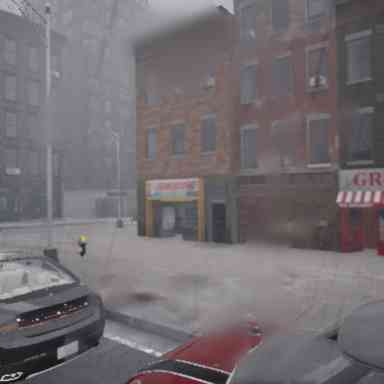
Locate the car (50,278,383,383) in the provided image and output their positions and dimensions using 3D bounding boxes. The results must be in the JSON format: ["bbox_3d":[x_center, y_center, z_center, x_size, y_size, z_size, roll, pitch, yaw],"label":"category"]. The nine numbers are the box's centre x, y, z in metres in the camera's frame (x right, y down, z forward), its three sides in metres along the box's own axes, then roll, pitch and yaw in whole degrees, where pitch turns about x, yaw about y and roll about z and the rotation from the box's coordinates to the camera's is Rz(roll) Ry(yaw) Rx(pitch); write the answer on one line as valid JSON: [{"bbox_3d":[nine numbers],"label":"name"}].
[{"bbox_3d":[1.271,1.440,1.911,4.097,1.590,1.967,-1,-1,36],"label":"car"}]

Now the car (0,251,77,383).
[{"bbox_3d":[-3.205,1.605,5.112,4.403,1.369,2.008,-1,-1,36],"label":"car"}]

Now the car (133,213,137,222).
[{"bbox_3d":[-4.465,2.494,35.994,1.994,1.385,4.181,-1,-2,36],"label":"car"}]
